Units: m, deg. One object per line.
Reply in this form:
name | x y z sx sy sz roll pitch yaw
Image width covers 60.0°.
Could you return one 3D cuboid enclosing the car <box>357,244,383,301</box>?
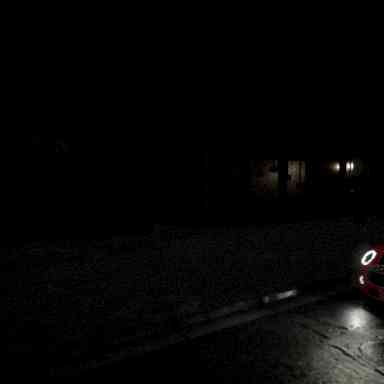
car | 5.634 1.353 7.284 4.553 1.767 2.097 0 0 -35
